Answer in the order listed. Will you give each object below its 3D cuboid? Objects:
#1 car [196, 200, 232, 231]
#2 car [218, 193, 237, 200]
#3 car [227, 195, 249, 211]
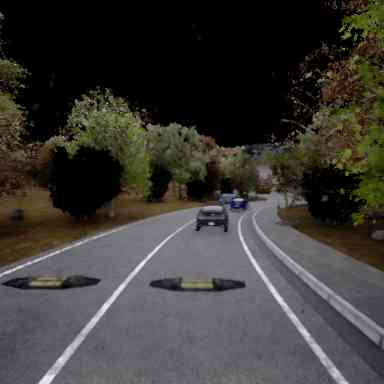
[{"bbox_3d":[1.362,1.494,20.621,1.837,1.490,4.892,0,0,7],"label":"car"},{"bbox_3d":[5.753,1.179,52.496,2.150,2.045,5.566,2,0,21],"label":"car"},{"bbox_3d":[6.147,1.505,42.400,1.882,1.535,5.008,1,0,17],"label":"car"}]
